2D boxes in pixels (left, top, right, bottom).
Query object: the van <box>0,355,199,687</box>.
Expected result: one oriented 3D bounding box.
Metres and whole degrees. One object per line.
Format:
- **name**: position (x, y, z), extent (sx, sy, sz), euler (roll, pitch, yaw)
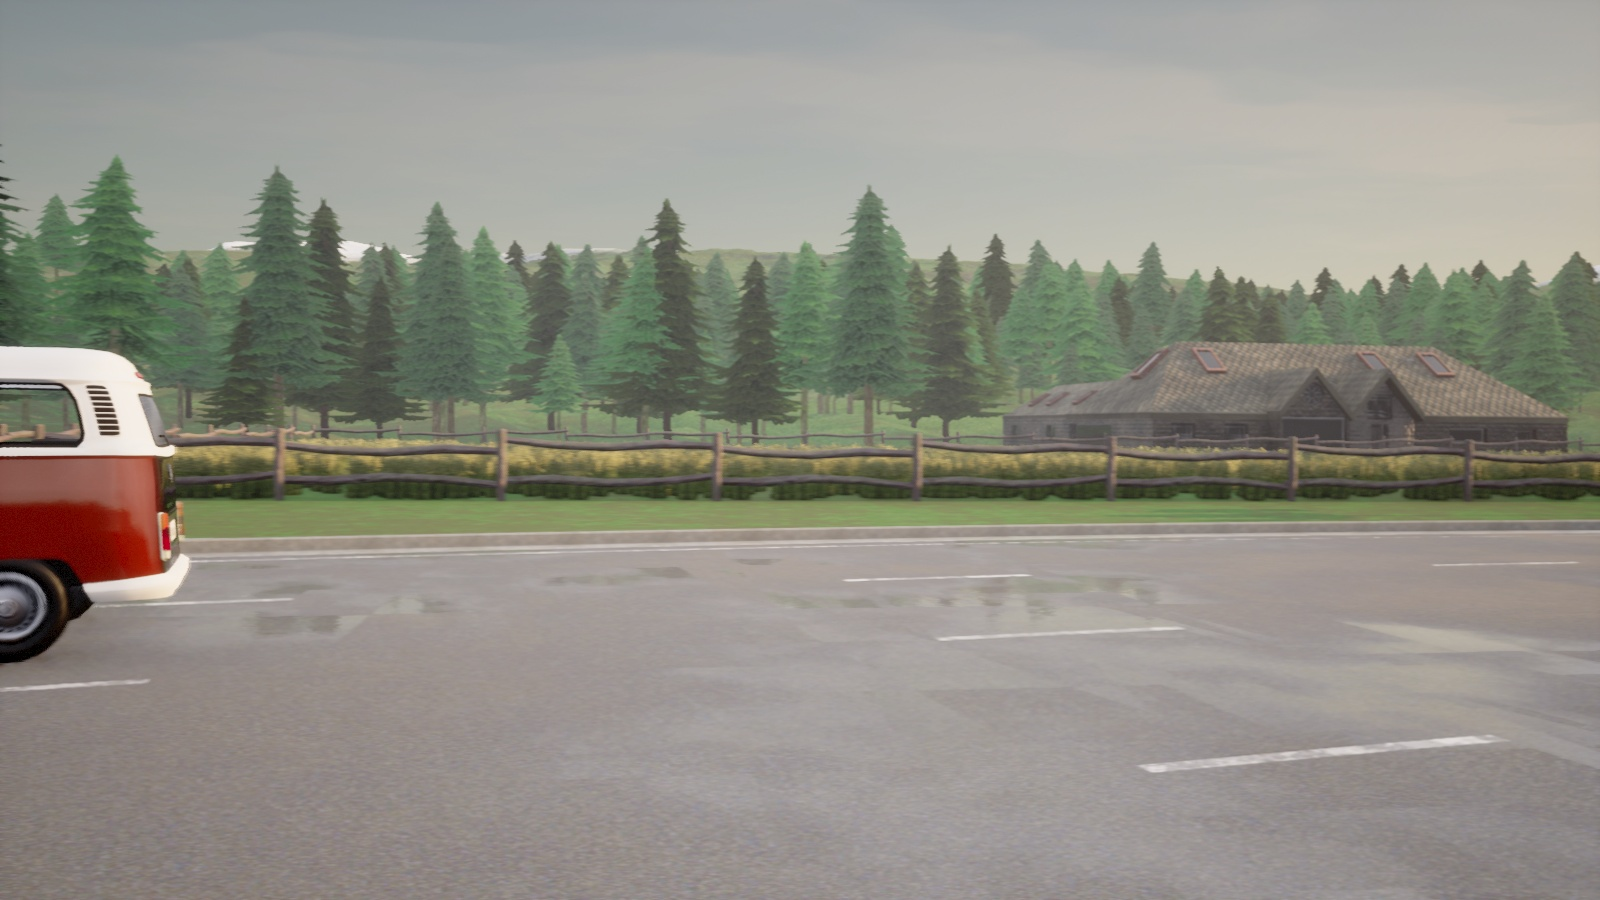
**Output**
- **van**: position (-6.478, 0.448, 8.194), extent (4.480, 2.038, 2.069), euler (-1, 1, -23)
